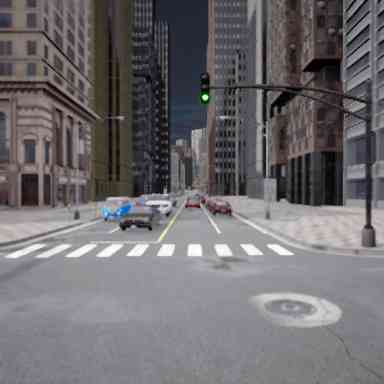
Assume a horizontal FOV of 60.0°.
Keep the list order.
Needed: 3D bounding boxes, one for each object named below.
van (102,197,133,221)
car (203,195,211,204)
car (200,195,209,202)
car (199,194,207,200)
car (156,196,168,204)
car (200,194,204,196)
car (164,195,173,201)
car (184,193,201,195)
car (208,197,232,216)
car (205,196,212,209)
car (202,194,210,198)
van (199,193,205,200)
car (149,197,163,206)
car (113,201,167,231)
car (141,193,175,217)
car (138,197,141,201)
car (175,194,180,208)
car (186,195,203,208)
[{"bbox_3d":[-5.774,1.302,26.029,1.690,1.788,3.998,0,0,0],"label":"van"},{"bbox_3d":[2.783,1.486,42.585,1.887,1.381,4.507,0,0,0],"label":"car"},{"bbox_3d":[2.784,1.460,75.738,2.008,1.369,4.403,0,0,0],"label":"car"},{"bbox_3d":[2.783,1.338,86.789,1.967,1.590,4.097,0,0,0],"label":"car"},{"bbox_3d":[-5.759,1.471,64.704,2.008,1.369,4.403,0,0,0],"label":"car"},{"bbox_3d":[2.783,1.470,59.161,1.887,1.381,4.507,0,0,0],"label":"car"},{"bbox_3d":[-5.753,1.430,81.109,1.752,1.417,4.829,0,0,0],"label":"car"},{"bbox_3d":[0.013,1.415,60.828,2.128,1.511,4.902,0,0,0],"label":"car"},{"bbox_3d":[2.783,1.498,31.534,1.887,1.381,4.507,0,0,0],"label":"car"},{"bbox_3d":[2.783,1.492,37.060,1.887,1.381,4.507,0,0,0],"label":"car"},{"bbox_3d":[2.783,1.461,48.280,1.752,1.417,4.829,0,0,0],"label":"car"},{"bbox_3d":[2.783,1.234,92.313,1.690,1.788,3.998,0,0,0],"label":"van"},{"bbox_3d":[-5.763,1.513,53.654,1.802,1.307,4.206,0,0,0],"label":"car"},{"bbox_3d":[-3.057,1.515,20.815,2.033,1.411,5.357,0,0,3],"label":"car"},{"bbox_3d":[-3.081,1.174,31.476,2.150,2.045,5.566,0,0,1],"label":"car"},{"bbox_3d":[-5.772,1.499,31.554,1.887,1.381,4.507,0,0,0],"label":"car"},{"bbox_3d":[-3.047,1.442,46.994,1.837,1.490,4.892,0,0,0],"label":"car"},{"bbox_3d":[0.110,1.501,46.715,1.994,1.385,4.181,0,0,0],"label":"car"}]
